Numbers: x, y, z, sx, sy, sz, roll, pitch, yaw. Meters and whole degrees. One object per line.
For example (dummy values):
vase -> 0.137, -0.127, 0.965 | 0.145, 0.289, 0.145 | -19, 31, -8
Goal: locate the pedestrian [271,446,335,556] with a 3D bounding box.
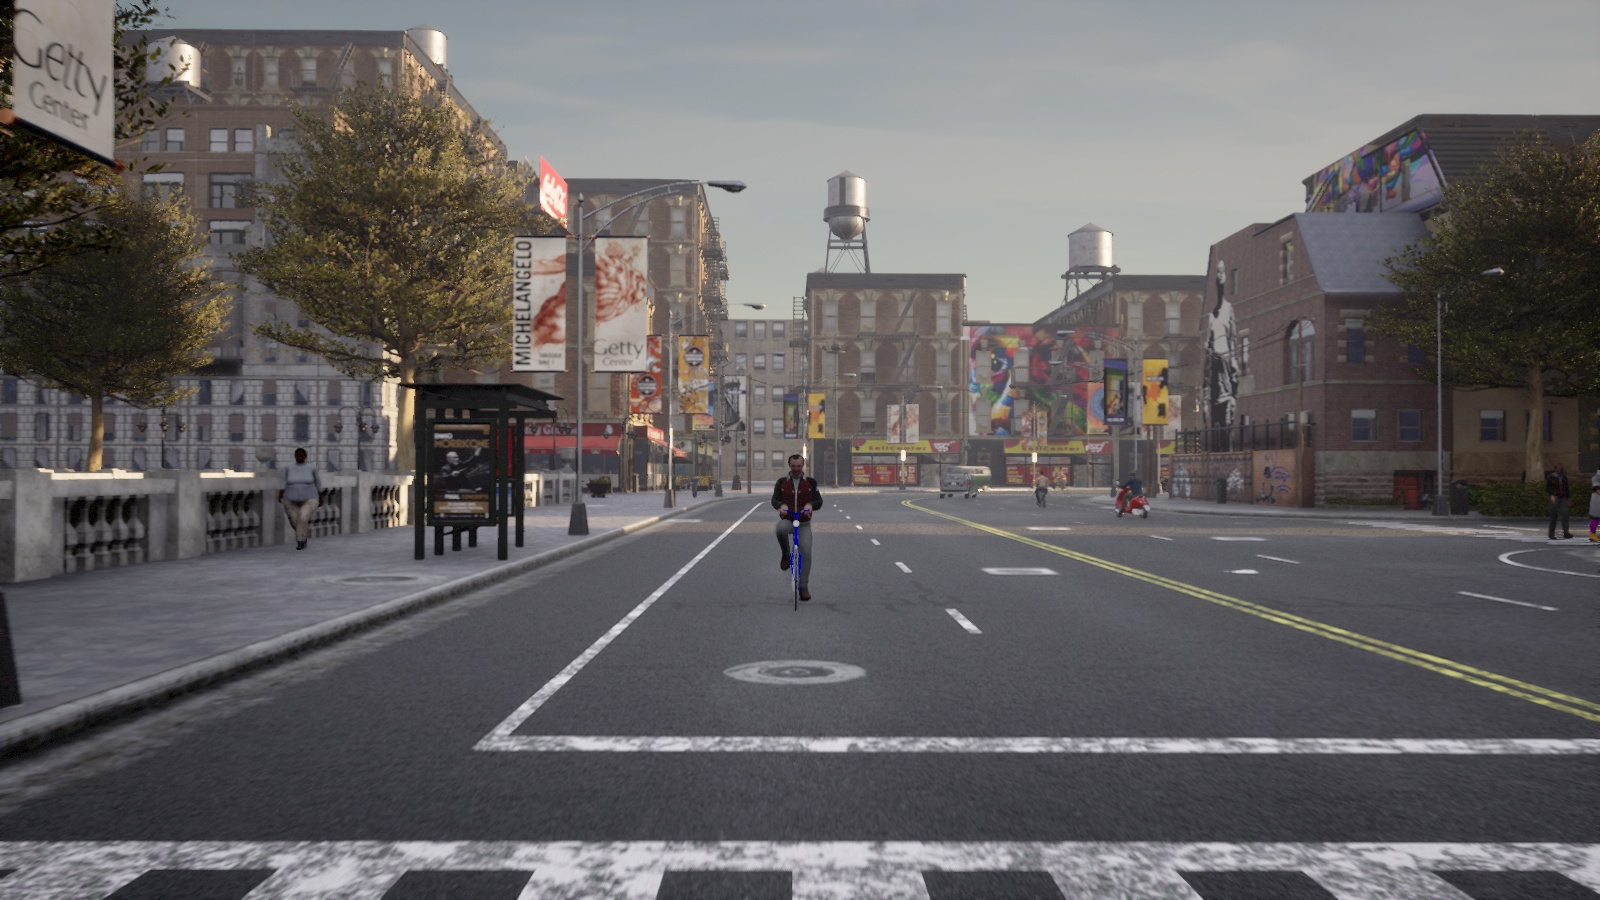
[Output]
pedestrian -> -8.613, 0.871, 21.808 | 0.874, 1.855, 0.900 | 0, -1, -11

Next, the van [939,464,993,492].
van -> 12.389, 2.080, 93.293 | 1.775, 1.987, 4.442 | -1, -1, 42

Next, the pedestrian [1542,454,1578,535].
pedestrian -> 17.758, 1.036, 29.361 | 0.376, 1.854, 0.720 | 0, -1, 0

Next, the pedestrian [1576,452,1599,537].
pedestrian -> 18.718, 1.034, 29.220 | 0.659, 1.952, 0.873 | 0, -1, -16

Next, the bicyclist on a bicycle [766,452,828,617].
bicyclist on a bicycle -> -0.037, 0.928, 14.497 | 0.659, 1.776, 1.843 | 0, -1, 0

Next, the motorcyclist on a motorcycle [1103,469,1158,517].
motorcyclist on a motorcycle -> 11.213, 1.438, 42.671 | 0.866, 1.590, 1.817 | 2, -2, -22

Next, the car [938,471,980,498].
car -> 9.378, 1.992, 73.841 | 1.789, 1.549, 3.705 | -1, -1, 17
